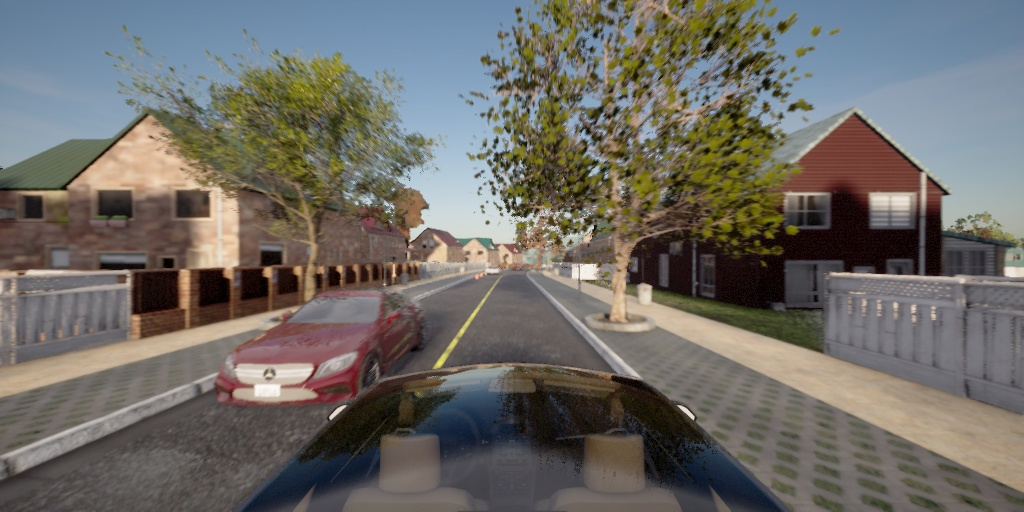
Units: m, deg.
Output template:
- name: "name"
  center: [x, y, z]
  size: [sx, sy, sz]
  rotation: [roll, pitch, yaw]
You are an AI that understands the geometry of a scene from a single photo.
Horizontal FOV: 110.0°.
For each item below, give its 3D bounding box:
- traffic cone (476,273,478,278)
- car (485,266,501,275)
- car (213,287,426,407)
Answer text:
- name: "traffic cone"
  center: [-3.856, 2.177, 39.716]
  size: [0.340, 0.580, 0.340]
  rotation: [0, 0, 0]
- name: "car"
  center: [-2.582, 1.979, 49.821]
  size: [1.895, 1.301, 4.718]
  rotation: [0, -1, 3]
- name: "car"
  center: [-2.838, 1.322, 6.485]
  size: [1.812, 1.442, 4.674]
  rotation: [0, -1, 0]
